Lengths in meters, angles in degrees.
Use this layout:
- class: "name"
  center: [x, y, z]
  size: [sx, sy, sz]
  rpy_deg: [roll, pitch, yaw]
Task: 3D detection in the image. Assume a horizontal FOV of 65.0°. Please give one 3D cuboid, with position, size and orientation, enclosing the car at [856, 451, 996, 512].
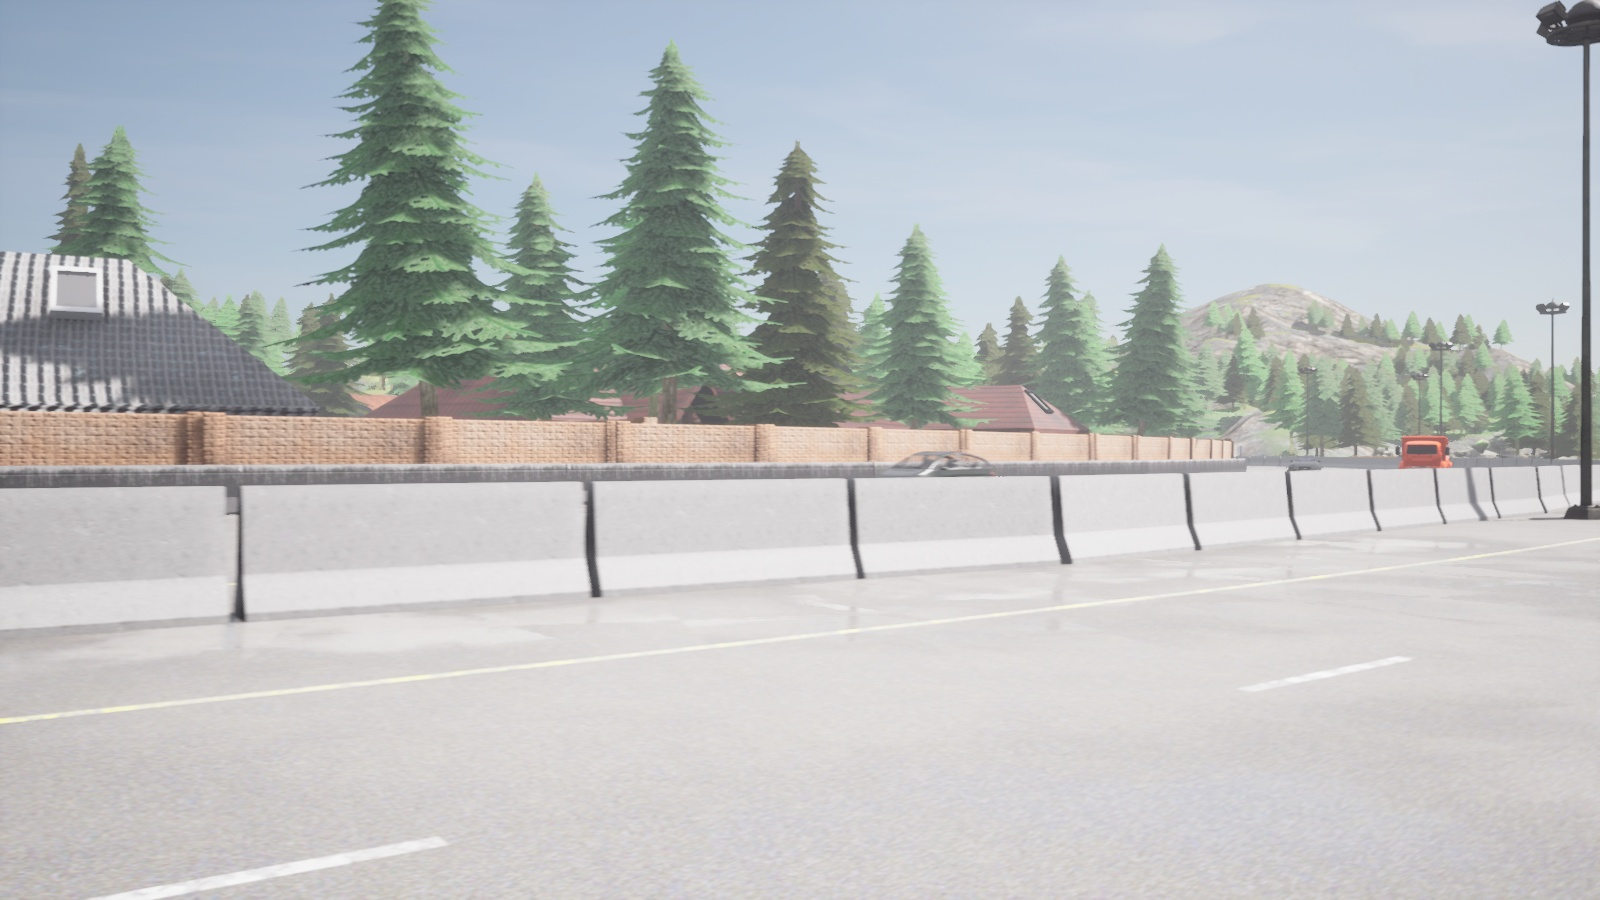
- class: "car"
  center: [3.425, 0.801, 33.828]
  size: [3.705, 1.549, 1.789]
  rpy_deg: [0, 0, -44]

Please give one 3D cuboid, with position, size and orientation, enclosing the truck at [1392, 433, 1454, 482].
- class: "truck"
  center: [32.858, 0.354, 66.158]
  size: [2.627, 2.467, 5.204]
  rpy_deg: [0, 0, 30]

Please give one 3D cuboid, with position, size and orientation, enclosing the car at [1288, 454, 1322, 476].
- class: "car"
  center: [33.268, 0.946, 82.683]
  size: [1.994, 1.385, 4.181]
  rpy_deg: [0, 0, 24]
